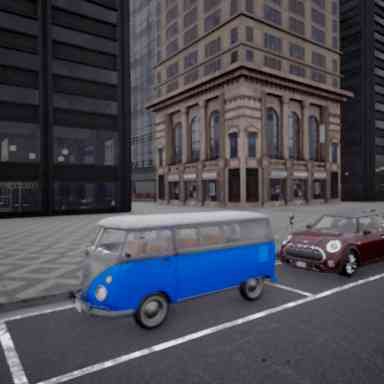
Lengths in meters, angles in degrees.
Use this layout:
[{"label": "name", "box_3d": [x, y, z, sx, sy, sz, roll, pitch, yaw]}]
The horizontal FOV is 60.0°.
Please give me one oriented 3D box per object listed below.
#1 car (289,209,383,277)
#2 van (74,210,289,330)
[{"label": "car", "box_3d": [4.475, 1.344, 9.841, 4.097, 1.590, 1.967, -1, 0, -35]}, {"label": "van", "box_3d": [-0.119, 1.303, 6.566, 3.998, 1.788, 1.690, -1, 0, -35]}]
